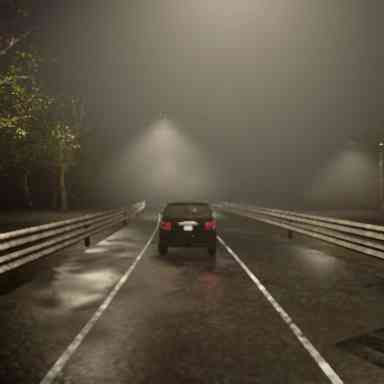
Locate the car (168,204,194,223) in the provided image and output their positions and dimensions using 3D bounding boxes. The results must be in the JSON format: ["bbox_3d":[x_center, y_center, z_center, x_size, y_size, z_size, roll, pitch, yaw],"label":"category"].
[{"bbox_3d":[-1.082,1.808,29.143,2.033,1.411,5.357,0,0,-4],"label":"car"}]

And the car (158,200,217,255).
[{"bbox_3d":[-0.226,1.346,14.111,2.150,2.045,5.566,0,0,-2],"label":"car"}]
